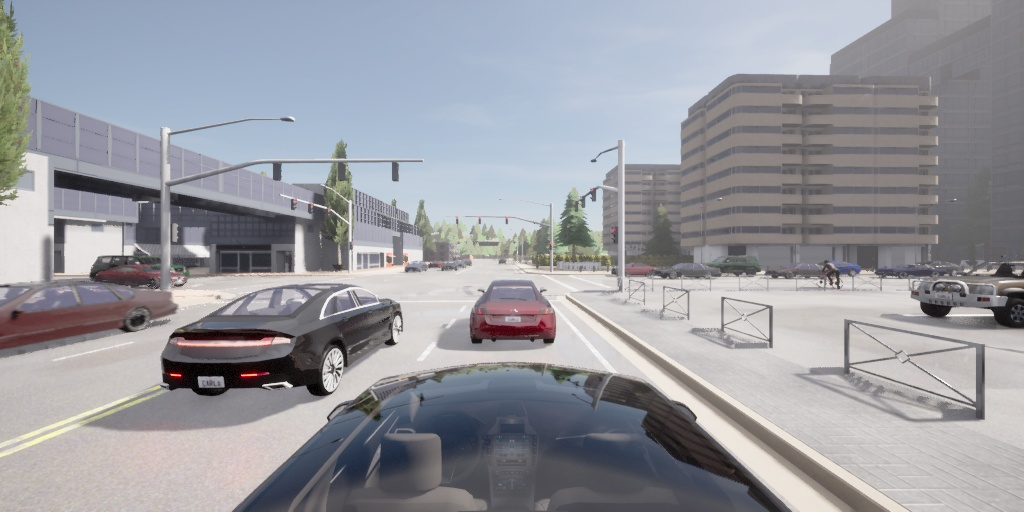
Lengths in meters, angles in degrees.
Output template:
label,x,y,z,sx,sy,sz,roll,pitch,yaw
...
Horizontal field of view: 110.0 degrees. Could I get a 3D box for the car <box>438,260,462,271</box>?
label,x,y,z,sx,sy,sz,roll,pitch,yaw
car,-8.369,1.314,48.935,1.994,1.385,4.181,0,0,-2

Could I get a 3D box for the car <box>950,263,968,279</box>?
label,x,y,z,sx,sy,sz,roll,pitch,yaw
car,41.227,1.255,35.414,4.892,1.490,1.837,0,0,-1

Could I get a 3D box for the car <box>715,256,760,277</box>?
label,x,y,z,sx,sy,sz,roll,pitch,yaw
car,21.085,0.971,34.857,5.566,2.045,2.150,0,0,-2

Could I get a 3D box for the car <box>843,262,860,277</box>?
label,x,y,z,sx,sy,sz,roll,pitch,yaw
car,31.111,1.228,35.150,5.008,1.535,1.882,0,0,-2

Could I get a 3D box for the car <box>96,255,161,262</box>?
label,x,y,z,sx,sy,sz,roll,pitch,yaw
car,-26.447,0.971,25.579,5.566,2.045,2.150,0,0,-1

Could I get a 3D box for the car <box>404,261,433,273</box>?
label,x,y,z,sx,sy,sz,roll,pitch,yaw
car,-11.770,1.297,44.479,2.033,1.411,5.357,0,0,-1

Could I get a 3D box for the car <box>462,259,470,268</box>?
label,x,y,z,sx,sy,sz,roll,pitch,yaw
car,-8.633,1.297,59.232,2.033,1.411,5.357,0,0,-1

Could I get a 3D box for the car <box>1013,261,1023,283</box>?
label,x,y,z,sx,sy,sz,roll,pitch,yaw
car,43.298,1.314,28.363,4.181,1.385,1.994,0,0,-1

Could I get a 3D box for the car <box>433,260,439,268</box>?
label,x,y,z,sx,sy,sz,roll,pitch,yaw
car,-12.083,1.351,57.005,1.895,1.301,4.718,0,0,-1

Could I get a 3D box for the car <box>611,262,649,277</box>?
label,x,y,z,sx,sy,sz,roll,pitch,yaw
car,11.742,1.314,34.576,4.181,1.385,1.994,0,0,-2

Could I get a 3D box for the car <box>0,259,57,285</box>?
label,x,y,z,sx,sy,sz,roll,pitch,yaw
car,-35.811,1.102,25.364,4.553,1.767,2.097,0,0,-1

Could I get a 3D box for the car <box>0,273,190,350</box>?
label,x,y,z,sx,sy,sz,roll,pitch,yaw
car,-10.649,1.297,8.053,2.033,1.411,5.357,0,0,-1

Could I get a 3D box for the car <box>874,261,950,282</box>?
label,x,y,z,sx,sy,sz,roll,pitch,yaw
car,35.165,1.351,31.761,4.718,1.301,1.895,0,0,-2

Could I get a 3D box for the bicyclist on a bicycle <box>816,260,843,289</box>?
label,x,y,z,sx,sy,sz,roll,pitch,yaw
bicyclist on a bicycle,17.925,1.052,20.271,0.582,1.620,1.656,0,0,-2

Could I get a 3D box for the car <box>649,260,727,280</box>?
label,x,y,z,sx,sy,sz,roll,pitch,yaw
car,15.232,1.297,31.179,5.357,1.411,2.033,0,0,-2

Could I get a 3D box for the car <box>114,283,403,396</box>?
label,x,y,z,sx,sy,sz,roll,pitch,yaw
car,-3.475,1.242,6.564,2.128,1.511,4.902,0,0,0

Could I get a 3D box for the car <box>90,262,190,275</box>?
label,x,y,z,sx,sy,sz,roll,pitch,yaw
car,-22.890,1.276,22.183,4.674,1.442,1.812,0,0,0

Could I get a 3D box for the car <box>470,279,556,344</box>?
label,x,y,z,sx,sy,sz,roll,pitch,yaw
car,0.010,1.314,9.623,1.994,1.385,4.181,0,0,0

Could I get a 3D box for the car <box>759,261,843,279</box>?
label,x,y,z,sx,sy,sz,roll,pitch,yaw
car,25.302,1.297,31.479,5.357,1.411,2.033,0,0,-2
